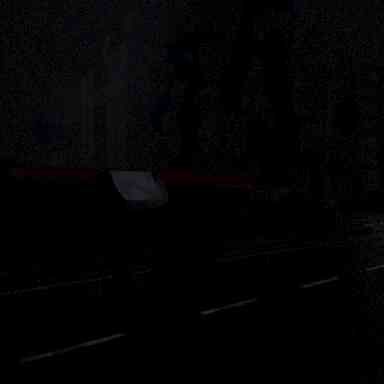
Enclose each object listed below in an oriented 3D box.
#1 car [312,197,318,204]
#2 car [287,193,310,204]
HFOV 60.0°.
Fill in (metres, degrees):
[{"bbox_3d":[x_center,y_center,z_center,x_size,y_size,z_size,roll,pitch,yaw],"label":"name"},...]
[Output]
[{"bbox_3d":[20.582,1.176,60.218,1.905,1.878,3.866,0,0,-36],"label":"car"},{"bbox_3d":[18.190,1.173,58.507,1.905,1.878,3.866,0,0,-36],"label":"car"}]
